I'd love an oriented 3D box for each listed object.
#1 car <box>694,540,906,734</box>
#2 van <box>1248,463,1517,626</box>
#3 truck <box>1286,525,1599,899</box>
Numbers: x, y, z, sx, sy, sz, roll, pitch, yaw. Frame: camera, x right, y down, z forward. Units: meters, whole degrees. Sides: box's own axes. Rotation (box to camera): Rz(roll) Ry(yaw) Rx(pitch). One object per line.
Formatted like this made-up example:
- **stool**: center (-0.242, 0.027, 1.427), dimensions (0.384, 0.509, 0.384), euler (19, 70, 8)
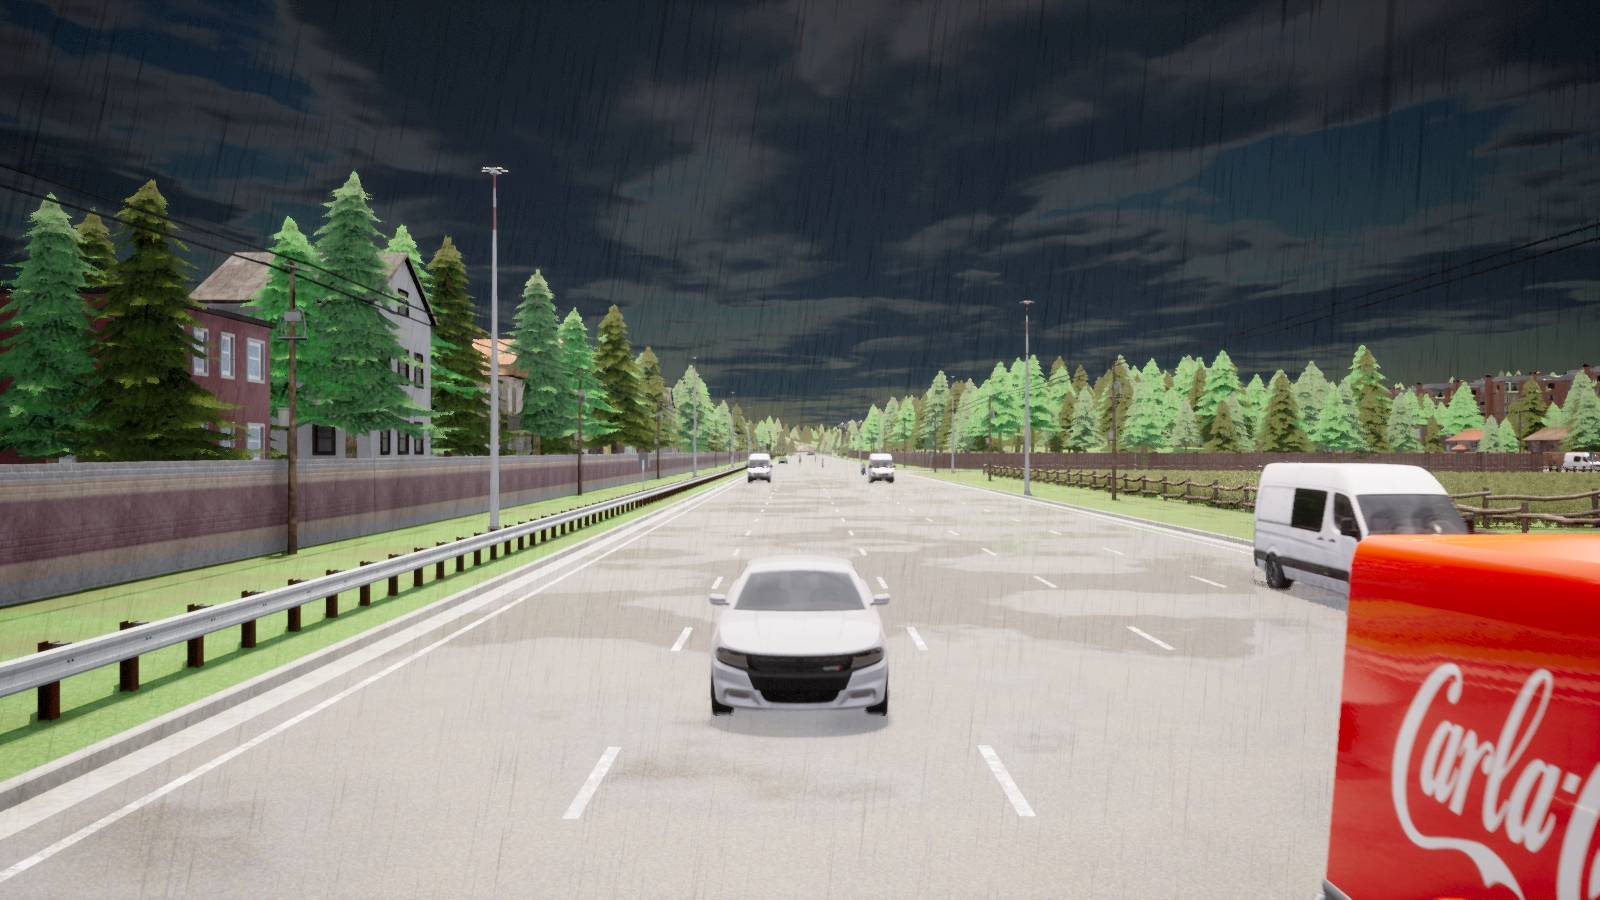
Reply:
- **car**: center (-0.002, 2.044, 13.774), dimensions (2.097, 1.535, 5.006), euler (0, 0, 0)
- **van**: center (10.493, 1.549, 21.259), dimensions (1.988, 2.561, 5.915), euler (0, 0, 0)
- **truck**: center (3.646, 1.578, 3.009), dimensions (2.627, 2.467, 5.204), euler (0, -1, 2)
